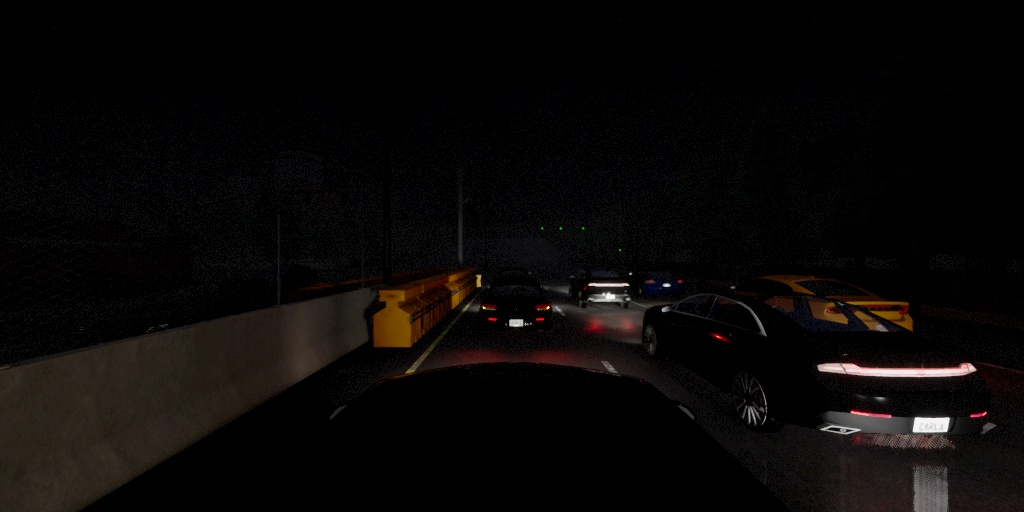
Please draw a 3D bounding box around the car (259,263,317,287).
[{"bbox_3d":[-14.031,1.229,22.024,1.882,1.535,5.008,0,0,0],"label":"car"}]

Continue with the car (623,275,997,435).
[{"bbox_3d":[3.600,1.242,5.514,2.128,1.511,4.902,0,0,0],"label":"car"}]

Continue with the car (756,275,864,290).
[{"bbox_3d":[7.093,1.228,9.346,1.882,1.535,5.008,0,0,0],"label":"car"}]

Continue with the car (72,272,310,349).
[{"bbox_3d":[-7.090,1.276,8.534,1.812,1.442,4.674,0,0,0],"label":"car"}]

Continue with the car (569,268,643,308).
[{"bbox_3d":[3.577,1.242,15.230,2.128,1.511,4.902,0,0,1],"label":"car"}]

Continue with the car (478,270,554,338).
[{"bbox_3d":[0.087,1.276,10.039,1.812,1.442,4.674,0,0,0],"label":"car"}]

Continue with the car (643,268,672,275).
[{"bbox_3d":[7.081,1.314,18.426,1.994,1.385,4.181,0,0,0],"label":"car"}]

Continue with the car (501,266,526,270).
[{"bbox_3d":[0.079,1.276,19.432,1.812,1.442,4.674,0,0,0],"label":"car"}]
